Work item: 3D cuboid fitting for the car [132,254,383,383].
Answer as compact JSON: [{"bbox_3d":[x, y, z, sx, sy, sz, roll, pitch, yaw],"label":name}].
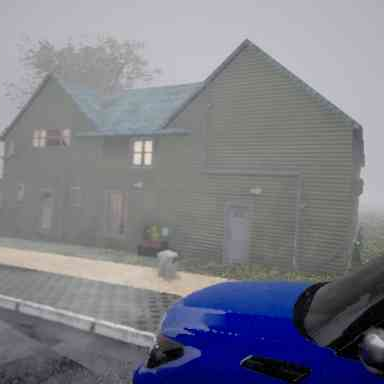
[{"bbox_3d":[2.223,1.327,2.290,5.566,2.045,2.150,0,-1,29],"label":"car"}]
